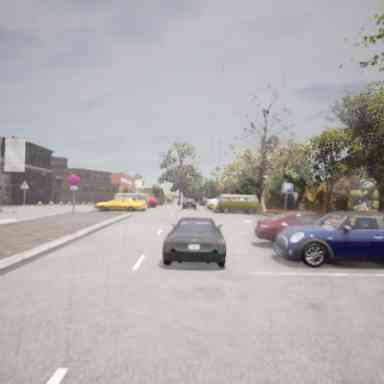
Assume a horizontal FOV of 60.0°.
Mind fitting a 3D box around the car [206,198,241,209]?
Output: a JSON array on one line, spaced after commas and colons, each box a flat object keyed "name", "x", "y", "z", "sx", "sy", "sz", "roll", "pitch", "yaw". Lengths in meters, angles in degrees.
[{"name": "car", "x": 4.605, "y": 1.735, "z": 48.977, "sx": 4.892, "sy": 1.521, "sz": 2.231, "roll": 1, "pitch": -1, "yaw": -1}]

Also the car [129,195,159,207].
[{"name": "car", "x": -7.702, "y": 1.495, "z": 53.613, "sx": 4.553, "sy": 1.767, "sz": 2.185, "roll": 1, "pitch": -1, "yaw": -1}]

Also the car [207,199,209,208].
[{"name": "car", "x": 4.914, "y": 1.584, "z": 40.472, "sx": 5.366, "sy": 1.575, "sz": 1.946, "roll": 1, "pitch": -1, "yaw": -1}]

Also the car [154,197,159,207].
[{"name": "car", "x": -7.601, "y": 1.234, "z": 47.665, "sx": 5.566, "sy": 2.045, "sz": 2.435, "roll": 1, "pitch": -1, "yaw": -1}]

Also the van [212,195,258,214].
[{"name": "van", "x": 4.682, "y": 1.295, "z": 35.016, "sx": 4.442, "sy": 1.987, "sz": 1.878, "roll": 1, "pitch": -1, "yaw": -1}]

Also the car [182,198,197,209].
[{"name": "car", "x": -0.330, "y": 1.620, "z": 45.540, "sx": 1.812, "sy": 1.442, "sz": 4.674, "roll": 1, "pitch": -1, "yaw": -1}]

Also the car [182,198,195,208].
[{"name": "car", "x": -0.560, "y": 1.794, "z": 55.414, "sx": 1.882, "sy": 1.535, "sz": 5.008, "roll": 1, "pitch": -2, "yaw": 2}]

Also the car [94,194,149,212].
[{"name": "car", "x": -7.663, "y": 1.300, "z": 35.514, "sx": 5.366, "sy": 1.575, "sz": 1.946, "roll": 1, "pitch": -1, "yaw": -1}]

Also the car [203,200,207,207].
[{"name": "car", "x": 4.634, "y": 1.423, "z": 46.190, "sx": 5.566, "sy": 2.045, "sz": 2.435, "roll": 1, "pitch": -1, "yaw": -1}]

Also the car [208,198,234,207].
[{"name": "car", "x": 5.501, "y": 2.028, "z": 63.688, "sx": 4.553, "sy": 1.767, "sz": 2.097, "roll": 2, "pitch": -2, "yaw": -18}]

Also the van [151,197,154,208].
[{"name": "van", "x": -7.431, "y": 1.154, "z": 41.475, "sx": 4.442, "sy": 1.987, "sz": 1.878, "roll": 1, "pitch": -1, "yaw": -1}]

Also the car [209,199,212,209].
[{"name": "car", "x": 4.946, "y": 1.551, "z": 37.811, "sx": 5.366, "sy": 1.575, "sz": 1.946, "roll": 1, "pitch": -1, "yaw": -1}]

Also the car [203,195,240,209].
[{"name": "car", "x": 4.542, "y": 1.543, "z": 51.650, "sx": 5.566, "sy": 2.045, "sz": 2.435, "roll": 1, "pitch": -1, "yaw": -1}]

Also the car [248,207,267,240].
[{"name": "car", "x": 5.013, "y": 1.569, "z": 14.222, "sx": 4.674, "sy": 1.452, "sz": 2.002, "roll": 1, "pitch": 0, "yaw": -1}]

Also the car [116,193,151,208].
[{"name": "car", "x": -7.481, "y": 1.210, "z": 38.435, "sx": 4.553, "sy": 1.767, "sz": 2.185, "roll": 1, "pitch": -1, "yaw": -1}]

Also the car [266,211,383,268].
[{"name": "car", "x": 5.099, "y": 1.425, "z": 11.052, "sx": 4.553, "sy": 1.767, "sz": 2.185, "roll": 1, "pitch": 0, "yaw": 0}]

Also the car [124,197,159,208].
[{"name": "car", "x": -7.679, "y": 1.550, "z": 50.576, "sx": 5.008, "sy": 1.535, "sz": 2.097, "roll": 1, "pitch": -1, "yaw": -1}]

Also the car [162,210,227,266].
[{"name": "car", "x": 0.144, "y": 1.542, "z": 11.562, "sx": 1.994, "sy": 1.385, "sz": 4.181, "roll": 1, "pitch": 0, "yaw": 2}]
